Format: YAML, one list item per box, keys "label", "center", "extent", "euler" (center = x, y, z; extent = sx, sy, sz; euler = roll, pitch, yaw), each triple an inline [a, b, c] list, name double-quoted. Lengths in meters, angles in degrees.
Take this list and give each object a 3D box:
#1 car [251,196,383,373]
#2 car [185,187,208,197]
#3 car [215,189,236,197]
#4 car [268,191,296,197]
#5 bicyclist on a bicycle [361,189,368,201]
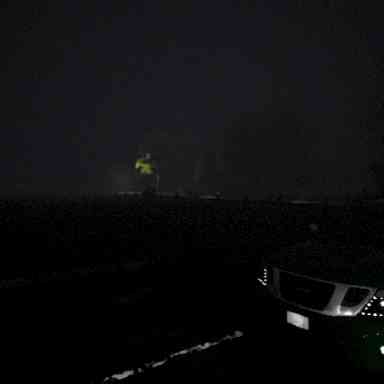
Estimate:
- label: "car"
  center: [3.503, 1.124, 5.551]
  extent: [5.566, 2.045, 2.150]
  euler: [-1, 1, -35]
- label: "car"
  center: [1.218, 0.138, 63.107]
  extent: [1.812, 1.442, 4.674]
  euler: [-1, 1, -33]
- label: "car"
  center: [6.058, 0.128, 60.807]
  extent: [2.128, 1.511, 4.902]
  euler: [-1, 2, -33]
- label: "car"
  center: [12.398, 0.521, 45.746]
  extent: [1.994, 1.385, 4.181]
  euler: [-1, 2, -33]
- label: "bicyclist on a bicycle"
  center: [21.891, 0.442, 42.101]
  extent: [1.656, 1.620, 0.582]
  euler: [-1, 2, -33]
